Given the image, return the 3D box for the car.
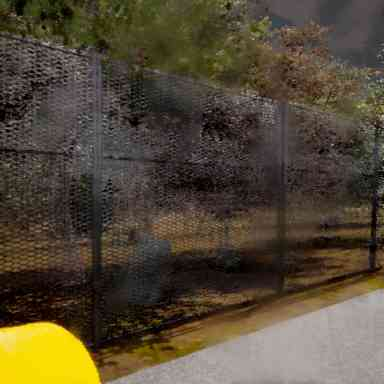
[{"bbox_3d":[-2.786,1.478,1.084,5.008,1.535,1.882,0,0,-35],"label":"car"}]
